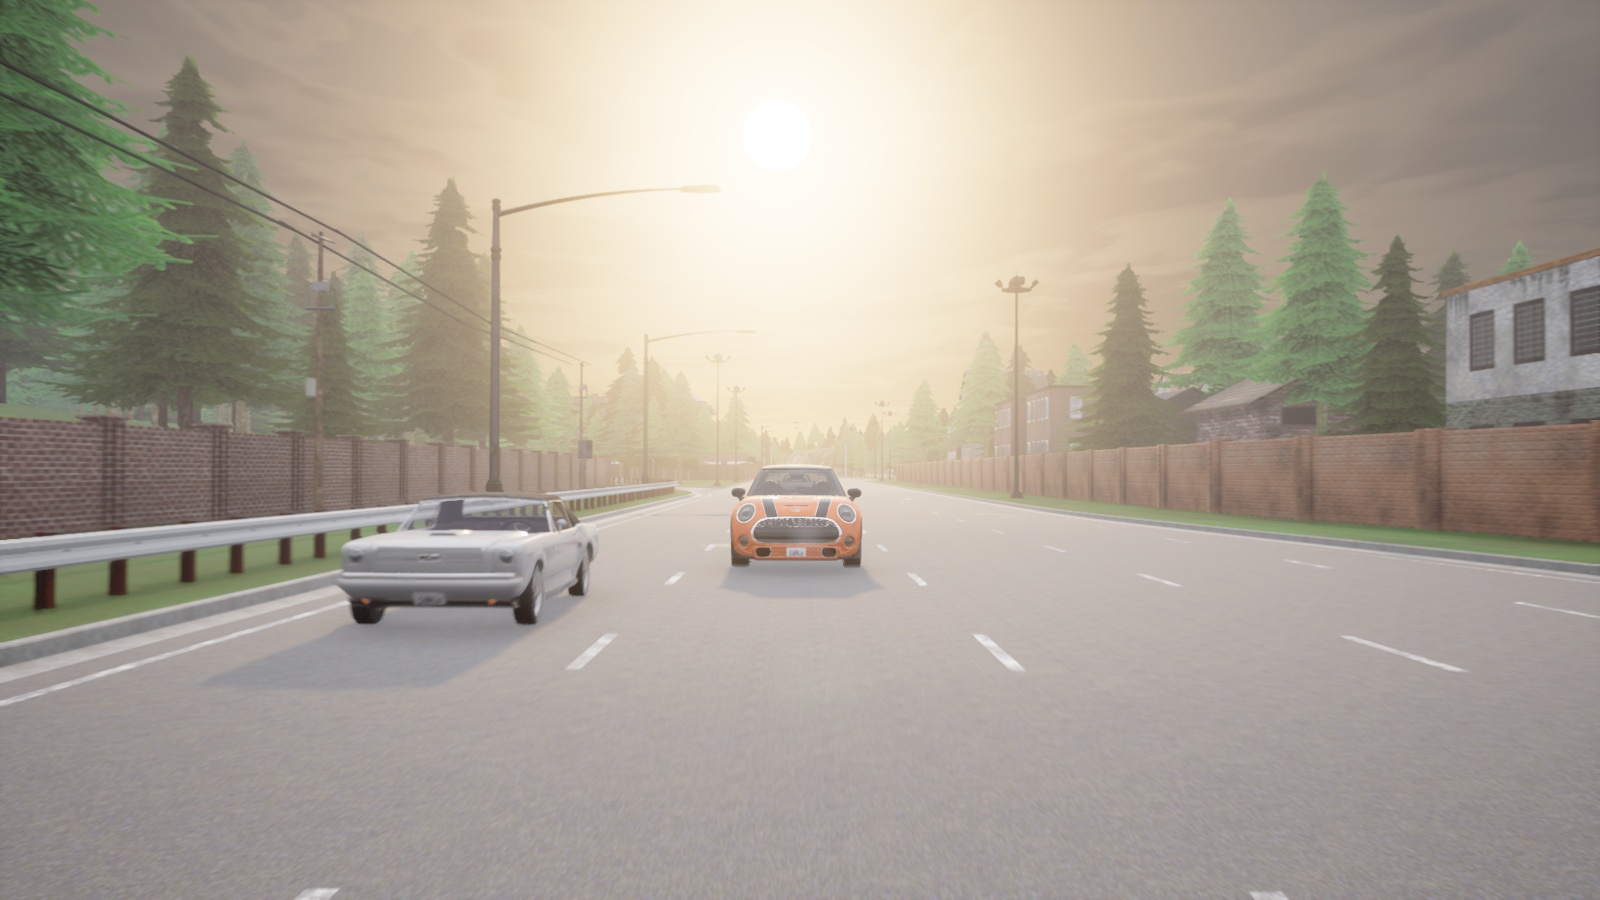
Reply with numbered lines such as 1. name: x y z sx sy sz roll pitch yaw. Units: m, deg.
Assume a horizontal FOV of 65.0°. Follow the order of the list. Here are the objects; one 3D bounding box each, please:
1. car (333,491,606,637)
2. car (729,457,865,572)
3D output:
1. car: -3.535 1.169 14.391 1.895 1.301 4.718 0 -1 0
2. car: -0.053 1.034 21.629 2.097 1.767 4.553 0 -1 0
